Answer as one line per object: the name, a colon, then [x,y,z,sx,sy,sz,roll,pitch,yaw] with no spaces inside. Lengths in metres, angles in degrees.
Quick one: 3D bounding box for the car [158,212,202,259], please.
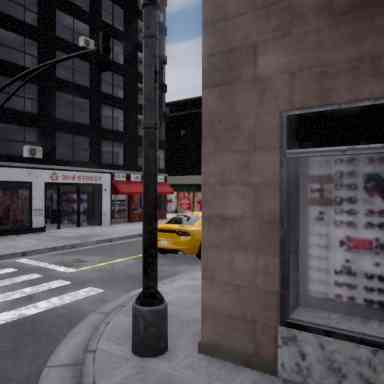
car: [0.465,1.501,12.864,1.882,1.535,5.008,0,0,33]
